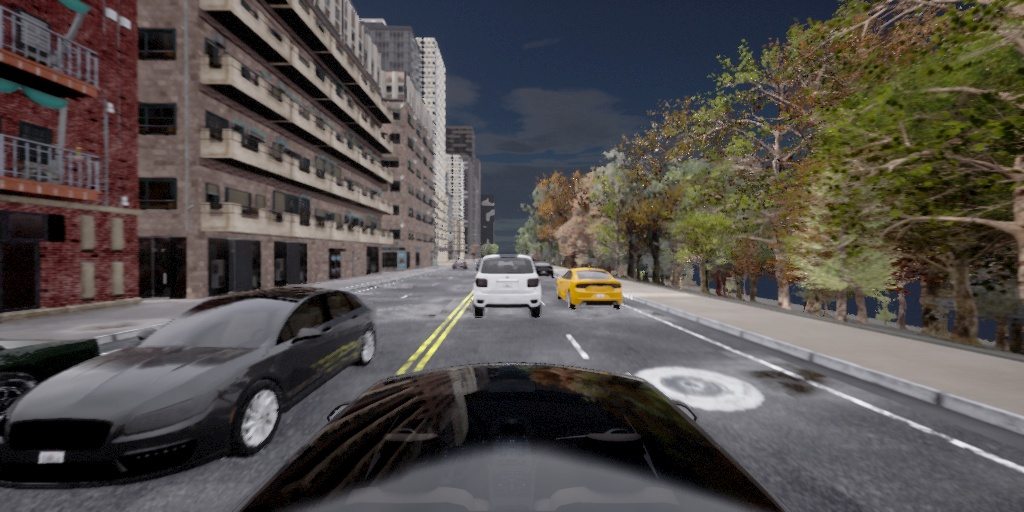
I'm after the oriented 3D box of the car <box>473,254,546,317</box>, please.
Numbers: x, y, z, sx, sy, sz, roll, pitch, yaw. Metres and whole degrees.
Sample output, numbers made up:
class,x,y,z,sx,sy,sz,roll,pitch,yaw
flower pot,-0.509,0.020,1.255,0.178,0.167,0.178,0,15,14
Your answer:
class,x,y,z,sx,sy,sz,roll,pitch,yaw
car,-0.188,0.967,13.299,2.150,2.045,5.566,0,0,-1

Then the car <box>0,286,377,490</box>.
class,x,y,z,sx,sy,sz,roll,pitch,yaw
car,-3.485,1.251,5.104,1.837,1.490,4.892,0,0,-1

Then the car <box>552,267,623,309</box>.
class,x,y,z,sx,sy,sz,roll,pitch,yaw
car,3.031,1.225,14.931,1.882,1.535,5.008,0,0,-1

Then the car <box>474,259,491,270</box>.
class,x,y,z,sx,sy,sz,roll,pitch,yaw
car,-4.298,1.233,53.192,2.128,1.511,4.902,0,0,-1

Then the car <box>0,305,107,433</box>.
class,x,y,z,sx,sy,sz,roll,pitch,yaw
car,-6.693,1.346,2.752,1.895,1.301,4.718,0,0,-1

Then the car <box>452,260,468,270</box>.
class,x,y,z,sx,sy,sz,roll,pitch,yaw
car,-7.540,1.264,52.215,1.812,1.442,4.674,0,0,-1

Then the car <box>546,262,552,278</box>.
class,x,y,z,sx,sy,sz,roll,pitch,yaw
car,2.686,1.222,33.282,1.882,1.535,5.008,0,0,-1
